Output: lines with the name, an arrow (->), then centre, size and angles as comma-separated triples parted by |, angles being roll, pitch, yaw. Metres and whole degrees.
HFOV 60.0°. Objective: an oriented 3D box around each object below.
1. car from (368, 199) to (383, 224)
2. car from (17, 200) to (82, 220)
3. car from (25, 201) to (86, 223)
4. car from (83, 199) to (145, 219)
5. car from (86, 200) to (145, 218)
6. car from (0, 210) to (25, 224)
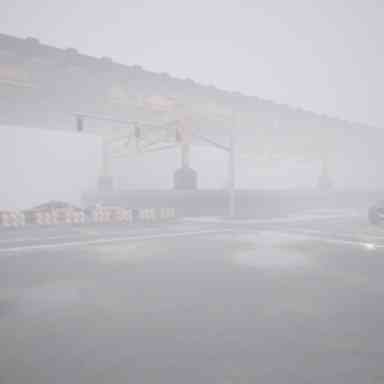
car -> 14.367, 1.159, 22.832 | 5.566, 2.045, 2.150 | 0, 0, -35
car -> -10.399, 1.282, 24.672 | 1.853, 1.218, 4.536 | 0, 0, 18
car -> -10.414, 1.440, 24.623 | 2.038, 1.542, 4.974 | 0, 0, 18
car -> -6.503, 1.426, 28.382 | 4.974, 1.542, 2.038 | 0, 0, -7
car -> -6.555, 1.269, 28.375 | 4.536, 1.218, 1.853 | 0, 0, -7
car -> -14.160, 1.451, 21.939 | 4.974, 1.542, 2.038 | 0, 0, 8
